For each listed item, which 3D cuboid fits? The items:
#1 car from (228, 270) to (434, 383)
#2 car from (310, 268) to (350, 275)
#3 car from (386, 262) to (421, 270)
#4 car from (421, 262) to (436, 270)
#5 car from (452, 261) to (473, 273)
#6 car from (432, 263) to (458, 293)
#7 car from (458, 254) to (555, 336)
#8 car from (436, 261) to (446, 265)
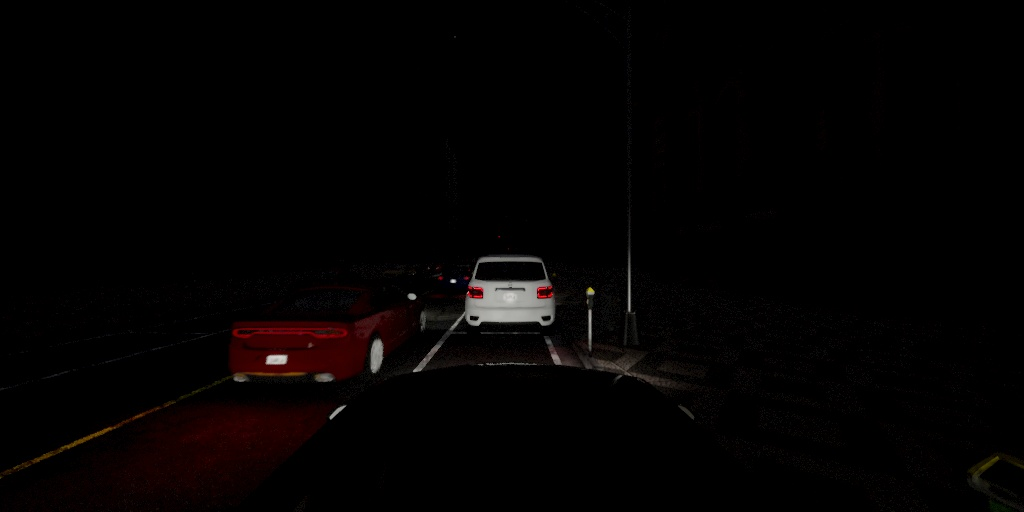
[{"bbox_3d":[-3.146,1.228,7.272,1.882,1.535,5.008,0,0,0],"label":"car"},{"bbox_3d":[-8.919,1.296,17.578,1.888,1.381,4.507,0,0,0],"label":"car"},{"bbox_3d":[-8.921,1.277,28.459,1.751,1.417,4.829,0,0,0],"label":"car"},{"bbox_3d":[-8.922,1.298,34.154,1.888,1.381,4.507,0,0,0],"label":"car"},{"bbox_3d":[-6.186,1.356,45.445,1.895,1.301,4.718,0,0,1],"label":"car"},{"bbox_3d":[-3.102,1.316,21.070,1.994,1.385,4.181,0,0,1],"label":"car"},{"bbox_3d":[-0.039,0.979,10.530,2.150,2.045,5.566,0,0,0],"label":"car"},{"bbox_3d":[-8.923,1.299,39.680,1.888,1.381,4.507,0,0,0],"label":"car"}]
